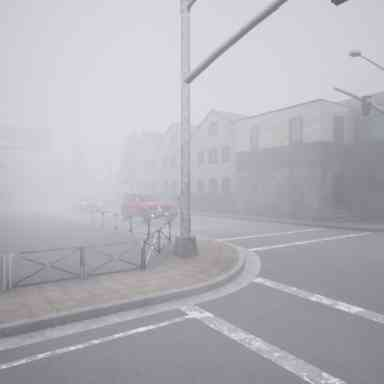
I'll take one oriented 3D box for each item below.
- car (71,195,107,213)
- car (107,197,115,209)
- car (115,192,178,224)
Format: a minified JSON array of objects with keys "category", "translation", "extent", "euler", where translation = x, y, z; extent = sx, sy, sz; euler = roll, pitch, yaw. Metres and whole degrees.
[{"category":"car","translation":[-10.973,1.180,34.667],"extent":[2.097,1.767,4.553],"euler":[0,0,-36]},{"category":"car","translation":[-10.536,1.328,40.416],"extent":[1.837,1.490,4.892],"euler":[0,0,-35]},{"category":"car","translation":[-3.202,1.045,23.663],"extent":[2.150,2.045,5.566],"euler":[0,0,-35]}]
